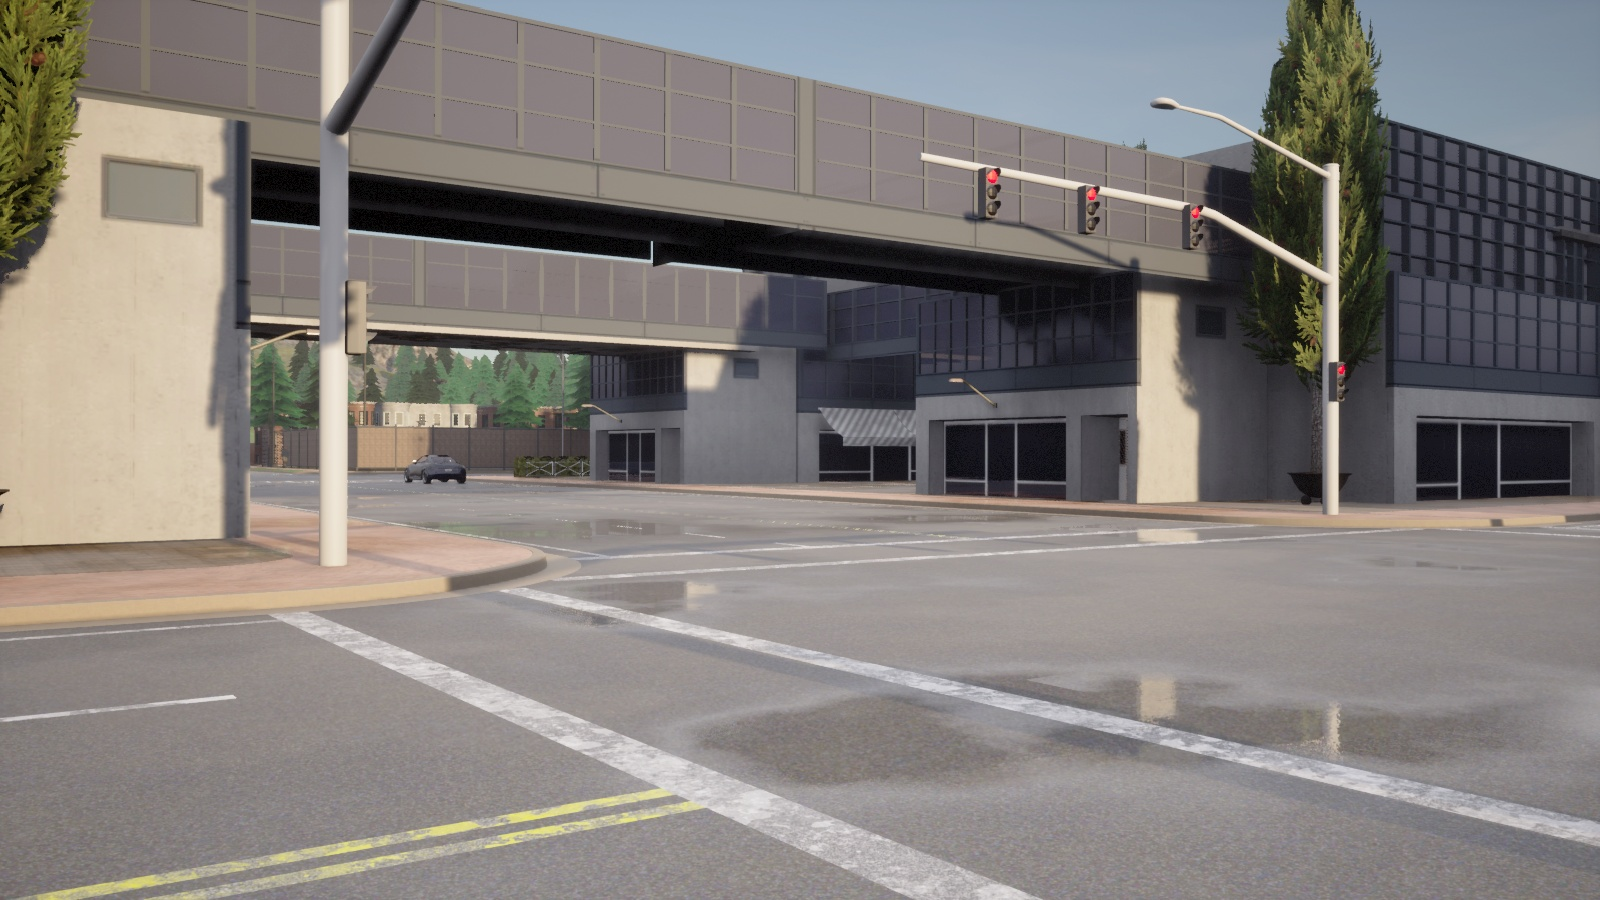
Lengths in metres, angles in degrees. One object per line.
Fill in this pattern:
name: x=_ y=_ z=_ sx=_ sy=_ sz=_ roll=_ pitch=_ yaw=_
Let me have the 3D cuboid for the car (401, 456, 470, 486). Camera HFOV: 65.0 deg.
car: x=-17.685 y=0.995 z=60.802 sx=1.994 sy=1.385 sz=4.181 roll=0 pitch=0 yaw=-34
